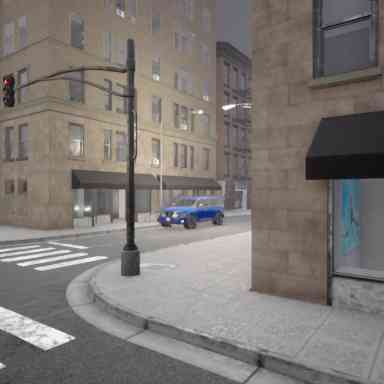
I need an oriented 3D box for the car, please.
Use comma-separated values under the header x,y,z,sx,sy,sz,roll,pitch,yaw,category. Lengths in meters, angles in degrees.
x,y,z,sx,sy,sz,roll,pitch,yaw,category
0.136,1.344,22.577,2.150,2.045,5.566,0,0,35,car
